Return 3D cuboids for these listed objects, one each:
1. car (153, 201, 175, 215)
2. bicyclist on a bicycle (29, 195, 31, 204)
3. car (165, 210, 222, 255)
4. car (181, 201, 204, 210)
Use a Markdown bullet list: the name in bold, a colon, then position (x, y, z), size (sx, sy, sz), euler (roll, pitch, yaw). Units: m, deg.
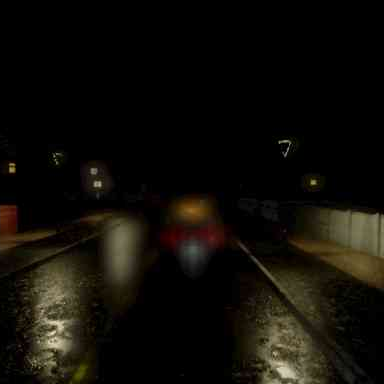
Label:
- **car**: position (-2.833, 1.576, 34.050), size (1.994, 1.385, 4.181), euler (0, 0, 0)
- **bicyclist on a bicycle**: position (-24.901, 1.069, 51.383), size (0.582, 1.620, 1.656), euler (0, 3, -16)
- **car**: position (0.060, 1.589, 13.153), size (1.895, 1.301, 4.718), euler (0, 0, 0)
- **car**: position (0.059, 1.480, 28.951), size (1.882, 1.535, 5.008), euler (0, 0, 0)
